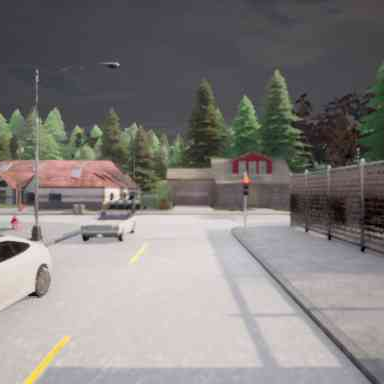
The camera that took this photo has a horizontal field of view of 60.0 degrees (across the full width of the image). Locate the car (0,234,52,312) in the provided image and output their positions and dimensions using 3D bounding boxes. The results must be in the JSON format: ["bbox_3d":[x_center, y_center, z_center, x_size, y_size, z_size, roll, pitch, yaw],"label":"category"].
[{"bbox_3d":[-4.085,1.523,5.846,1.812,1.442,4.674,0,0,0],"label":"car"}]

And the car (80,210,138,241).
[{"bbox_3d":[-4.010,1.592,16.685,1.895,1.301,4.718,0,0,0],"label":"car"}]
